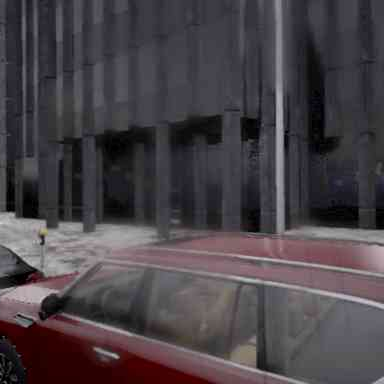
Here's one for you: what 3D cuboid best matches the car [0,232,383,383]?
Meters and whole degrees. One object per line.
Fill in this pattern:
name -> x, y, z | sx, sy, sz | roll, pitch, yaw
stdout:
car -> 0.033, 1.328, 3.058 | 5.009, 1.841, 2.192 | -1, 0, 35
